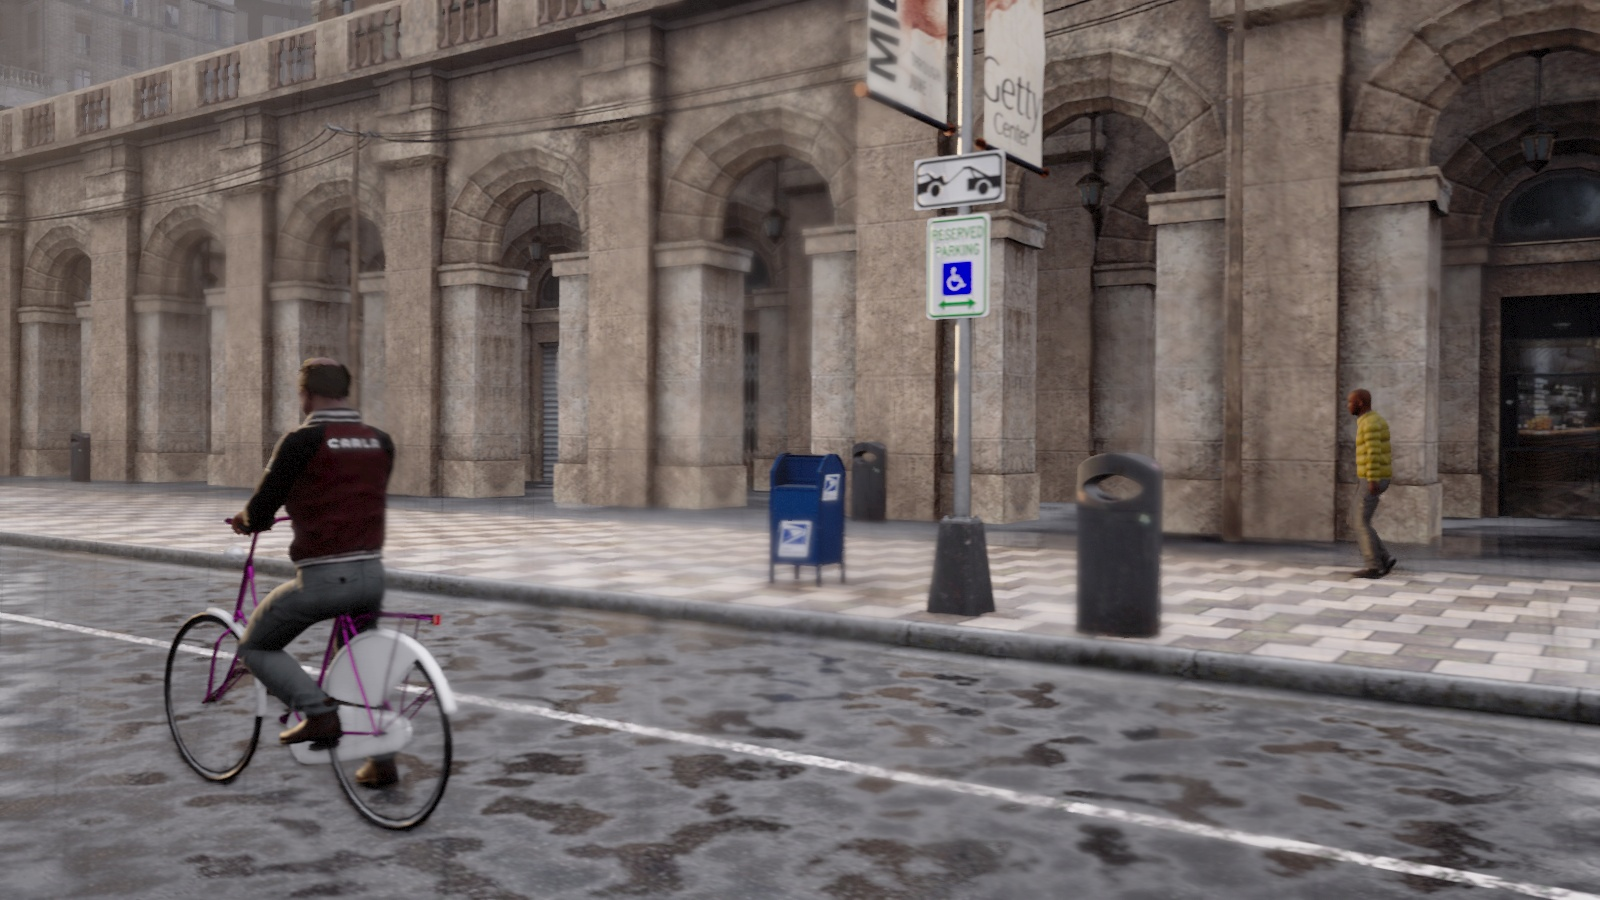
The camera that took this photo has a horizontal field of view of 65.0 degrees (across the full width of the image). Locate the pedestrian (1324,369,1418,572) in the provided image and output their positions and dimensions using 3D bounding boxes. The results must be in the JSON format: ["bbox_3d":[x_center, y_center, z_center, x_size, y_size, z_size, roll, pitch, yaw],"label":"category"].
[{"bbox_3d":[5.326,0.183,11.719,0.726,1.835,0.370,0,1,39],"label":"pedestrian"}]

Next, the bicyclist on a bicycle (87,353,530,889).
[{"bbox_3d":[-1.969,0.560,4.930,1.843,1.776,0.659,0,1,34],"label":"bicyclist on a bicycle"}]
